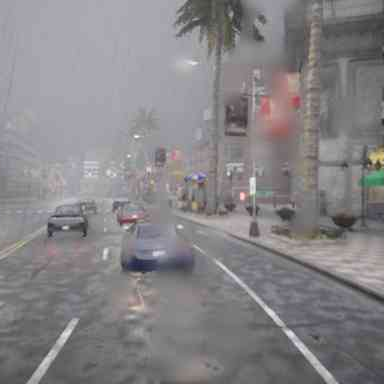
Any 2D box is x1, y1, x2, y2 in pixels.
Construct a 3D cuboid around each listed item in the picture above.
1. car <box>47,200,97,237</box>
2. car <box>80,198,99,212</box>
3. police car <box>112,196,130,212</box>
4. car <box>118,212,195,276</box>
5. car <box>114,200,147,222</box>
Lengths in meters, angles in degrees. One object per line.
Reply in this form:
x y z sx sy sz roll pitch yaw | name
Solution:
-6.387 1.427 17.688 2.128 1.511 4.902 0 0 -14 | car
-10.226 1.386 32.571 1.837 1.490 4.892 0 0 -15 | car
-7.806 1.294 36.731 1.930 1.638 5.238 0 0 -15 | police car
-1.180 1.527 10.351 1.994 1.385 4.181 0 0 -11 | car
-4.082 1.484 22.809 1.994 1.385 4.181 0 0 -14 | car
